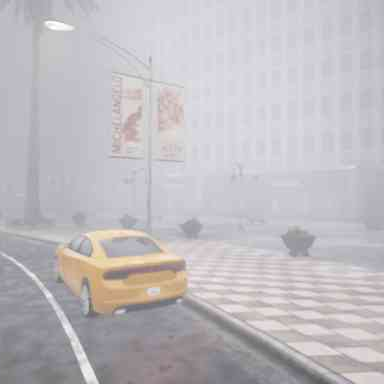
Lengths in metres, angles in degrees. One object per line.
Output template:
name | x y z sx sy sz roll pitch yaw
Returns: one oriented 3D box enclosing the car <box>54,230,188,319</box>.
car | -1.985 1.638 7.978 1.882 1.535 5.008 1 -1 -32
